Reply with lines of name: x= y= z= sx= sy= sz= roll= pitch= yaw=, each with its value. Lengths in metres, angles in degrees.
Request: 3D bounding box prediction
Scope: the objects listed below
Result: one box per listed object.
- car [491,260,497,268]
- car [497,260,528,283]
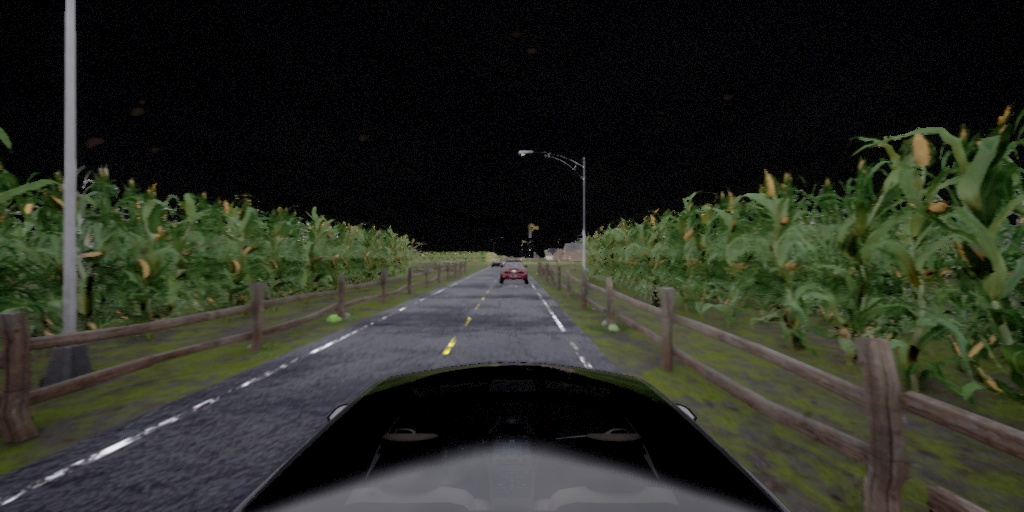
car: x=-2.658 y=1.408 z=61.786 sx=1.895 sy=1.301 sz=4.718 roll=0 pitch=0 yaw=1
car: x=0.152 y=1.113 z=28.098 sx=2.097 sy=1.767 sz=4.553 roll=0 pitch=0 yaw=0
